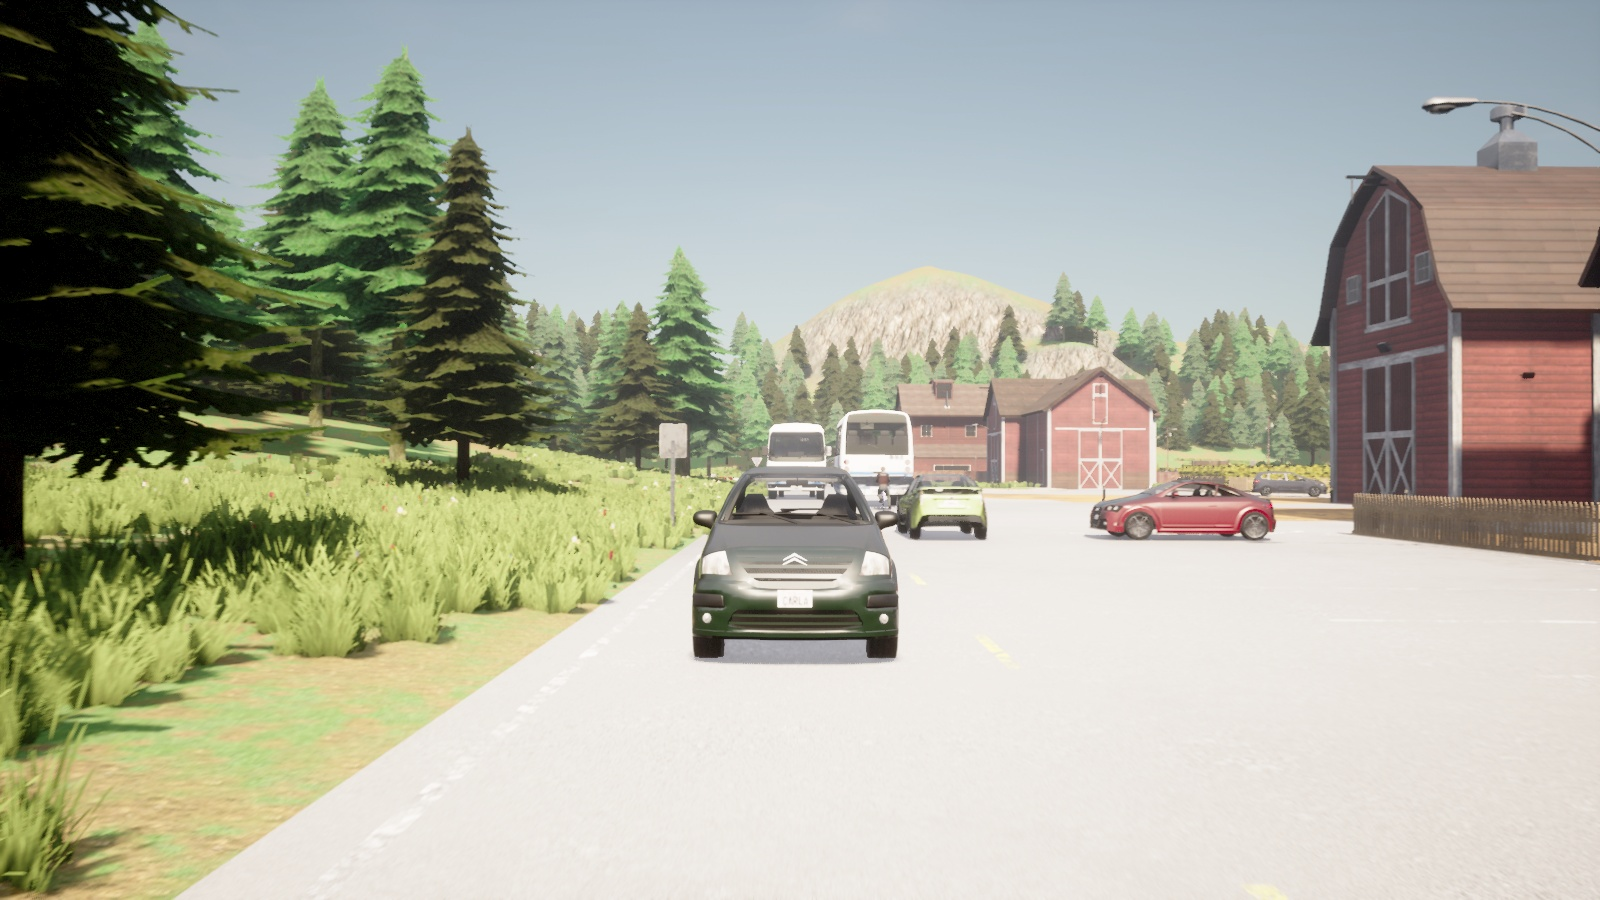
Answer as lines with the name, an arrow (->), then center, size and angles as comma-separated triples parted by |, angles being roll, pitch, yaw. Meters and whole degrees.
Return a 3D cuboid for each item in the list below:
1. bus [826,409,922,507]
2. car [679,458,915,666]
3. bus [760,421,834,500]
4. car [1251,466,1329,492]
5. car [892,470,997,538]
bus -> 3.350, 0.431, 60.100 | 3.944, 4.253, 10.273 | 0, -1, 0
car -> -0.029, 0.911, 11.835 | 1.851, 1.617, 3.988 | 0, -1, 0
bus -> -0.181, 0.649, 72.277 | 3.944, 4.253, 10.273 | 0, -1, 0
car -> 31.992, 1.893, 82.133 | 4.611, 1.667, 2.242 | 0, -1, 19
car -> 3.426, 1.260, 30.589 | 2.007, 1.525, 4.514 | 0, -1, 0
